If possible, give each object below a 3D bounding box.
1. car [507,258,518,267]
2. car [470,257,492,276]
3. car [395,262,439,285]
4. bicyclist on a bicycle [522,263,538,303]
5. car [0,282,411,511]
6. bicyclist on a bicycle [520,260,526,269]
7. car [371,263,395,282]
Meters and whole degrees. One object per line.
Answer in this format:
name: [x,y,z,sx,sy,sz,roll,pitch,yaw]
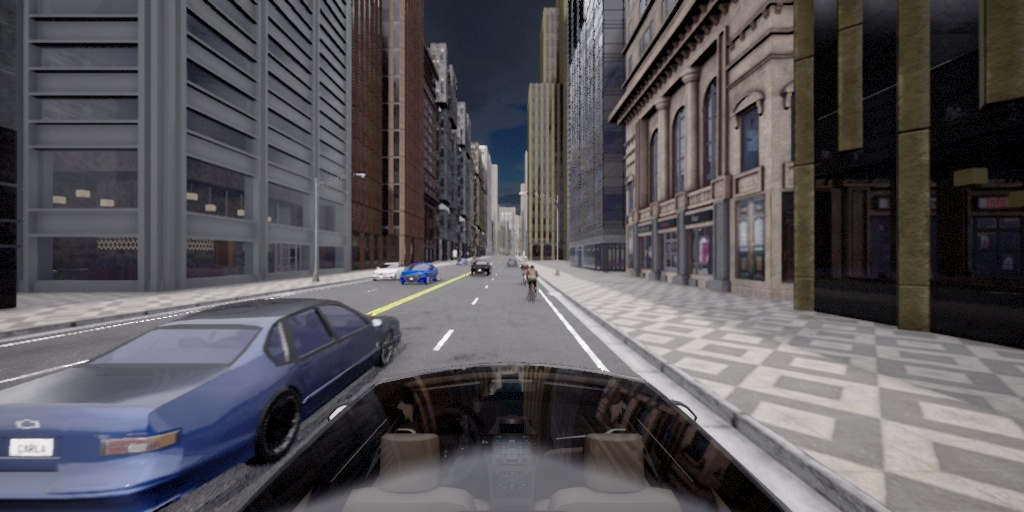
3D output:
car: [0.032,1.156,62.838,2.128,1.511,4.902,0,0,0]
car: [-3.178,1.213,37.701,1.882,1.535,5.008,0,0,0]
car: [-6.618,1.235,26.070,1.882,1.535,5.008,0,0,0]
bicyclist on a bicycle: [0.885,1.219,15.597,0.582,1.620,1.656,0,0,0]
car: [-3.152,1.304,4.860,2.033,1.411,5.357,0,0,0]
bicyclist on a bicycle: [0.878,1.130,24.457,0.659,1.776,1.843,0,0,0]
car: [-9.869,1.278,29.366,1.812,1.442,4.674,0,0,0]
